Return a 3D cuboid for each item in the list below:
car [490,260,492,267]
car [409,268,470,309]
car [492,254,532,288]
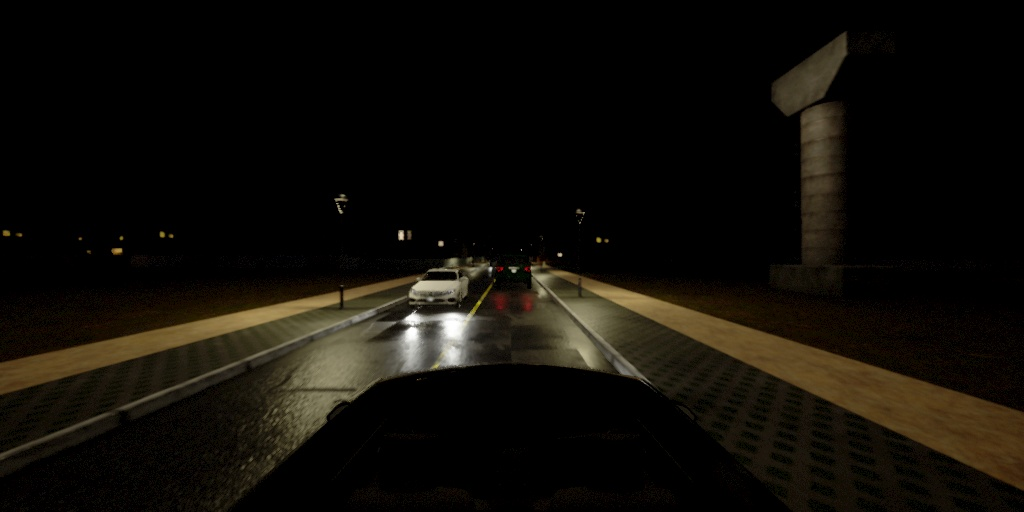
[{"bbox_3d":[-2.725,1.084,60.546,1.812,1.442,4.674,0,0,0],"label":"car"},{"bbox_3d":[-2.844,1.236,14.859,1.812,1.442,4.674,0,0,0],"label":"car"},{"bbox_3d":[0.102,0.909,23.073,2.150,2.045,5.566,0,1,0],"label":"car"}]
